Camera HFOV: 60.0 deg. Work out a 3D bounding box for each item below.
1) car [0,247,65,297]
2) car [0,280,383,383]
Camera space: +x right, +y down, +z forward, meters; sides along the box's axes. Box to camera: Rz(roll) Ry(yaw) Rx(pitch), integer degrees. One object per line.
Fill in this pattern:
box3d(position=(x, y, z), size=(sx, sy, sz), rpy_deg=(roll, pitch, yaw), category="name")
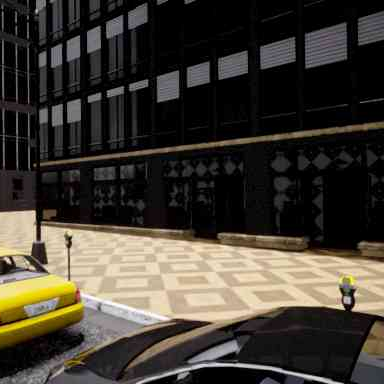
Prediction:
box3d(position=(-3.911, 1.527, 5.840), size=(4.829, 1.417, 1.752), rpy_deg=(0, -1, 35), category="car")
box3d(position=(0.725, 1.566, 2.329), size=(4.313, 1.339, 1.947), rpy_deg=(0, -1, 35), category="car")
